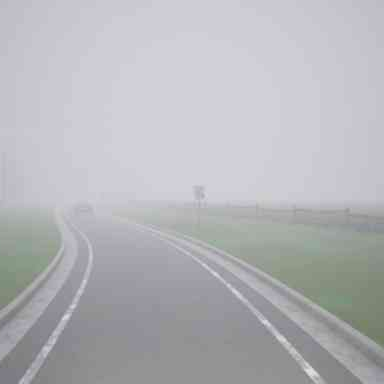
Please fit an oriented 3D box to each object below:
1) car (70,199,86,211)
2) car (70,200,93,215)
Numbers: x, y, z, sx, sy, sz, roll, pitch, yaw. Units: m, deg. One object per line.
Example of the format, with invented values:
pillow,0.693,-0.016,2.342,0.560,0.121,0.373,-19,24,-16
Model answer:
car,-16.111,1.804,46.950,1.812,1.442,4.674,0,0,-22
car,-12.360,1.787,37.673,1.994,1.385,4.181,0,0,-22
